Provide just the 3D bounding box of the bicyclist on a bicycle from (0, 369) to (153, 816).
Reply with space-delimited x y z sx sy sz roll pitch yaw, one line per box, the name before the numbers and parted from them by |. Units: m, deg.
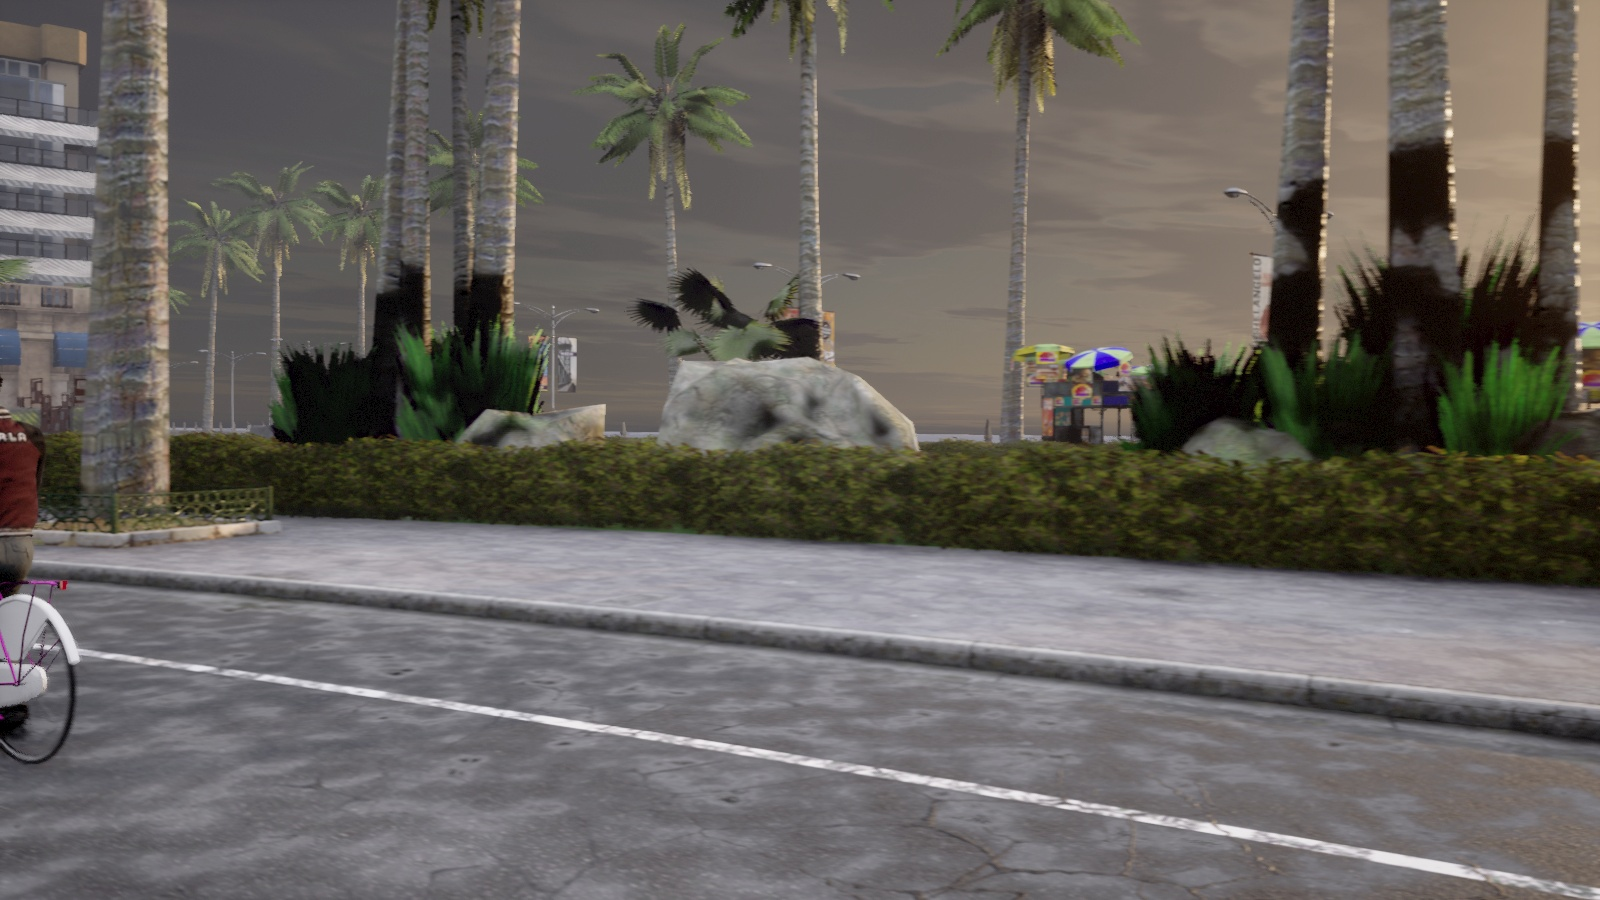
bicyclist on a bicycle | -3.845 0.558 5.709 1.843 1.776 0.659 0 1 29
